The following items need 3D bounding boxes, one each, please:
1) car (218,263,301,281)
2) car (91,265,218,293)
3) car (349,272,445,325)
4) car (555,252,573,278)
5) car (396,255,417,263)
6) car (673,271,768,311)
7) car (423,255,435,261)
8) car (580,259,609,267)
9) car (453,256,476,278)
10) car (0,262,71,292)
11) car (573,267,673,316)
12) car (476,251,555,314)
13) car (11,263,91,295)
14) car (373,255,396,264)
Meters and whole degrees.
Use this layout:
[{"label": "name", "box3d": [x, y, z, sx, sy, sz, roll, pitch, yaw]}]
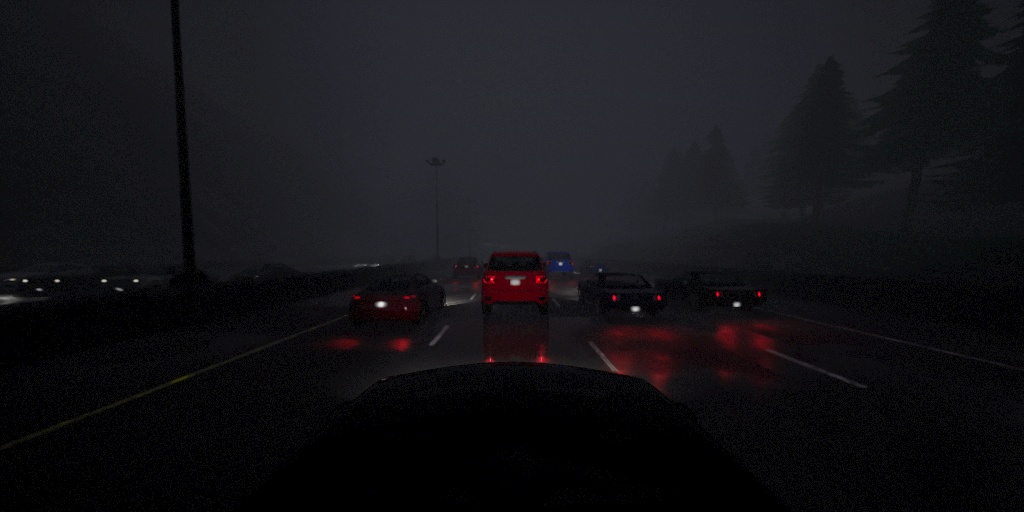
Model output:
[{"label": "car", "box3d": [-14.092, 1.098, 20.666, 1.994, 1.385, 4.181, 0, 1, 0]}, {"label": "car", "box3d": [-17.595, 1.163, 18.239, 1.895, 1.301, 4.718, 0, 1, 0]}, {"label": "car", "box3d": [-3.401, 1.204, 11.323, 1.994, 1.385, 4.181, 0, 1, 0]}, {"label": "car", "box3d": [3.608, 0.655, 29.274, 2.150, 2.045, 5.566, 0, 1, 0]}, {"label": "car", "box3d": [-17.512, 0.580, 60.628, 1.837, 1.490, 4.892, 0, 1, 1]}, {"label": "car", "box3d": [7.103, 1.215, 13.534, 1.895, 1.301, 4.718, 0, 1, 0]}, {"label": "car", "box3d": [-14.000, 0.609, 61.970, 2.033, 1.411, 5.357, 0, 1, 1]}, {"label": "car", "box3d": [7.108, 0.939, 31.099, 1.812, 1.442, 4.674, 0, 1, 0]}, {"label": "car", "box3d": [-3.394, 0.791, 28.890, 2.097, 1.767, 4.553, 0, 1, 0]}, {"label": "car", "box3d": [-24.593, 1.078, 19.137, 1.812, 1.442, 4.674, 0, 1, 0]}, {"label": "car", "box3d": [3.602, 1.225, 12.656, 1.895, 1.301, 4.718, 0, 1, 0]}, {"label": "car", "box3d": [0.101, 0.839, 13.260, 2.150, 2.045, 5.566, 0, 1, 0]}, {"label": "car", "box3d": [-21.095, 1.164, 18.206, 1.895, 1.301, 4.718, 0, 1, 0]}, {"label": "car", "box3d": [-21.010, 0.570, 60.607, 2.128, 1.511, 4.902, 0, 1, 1]}]
